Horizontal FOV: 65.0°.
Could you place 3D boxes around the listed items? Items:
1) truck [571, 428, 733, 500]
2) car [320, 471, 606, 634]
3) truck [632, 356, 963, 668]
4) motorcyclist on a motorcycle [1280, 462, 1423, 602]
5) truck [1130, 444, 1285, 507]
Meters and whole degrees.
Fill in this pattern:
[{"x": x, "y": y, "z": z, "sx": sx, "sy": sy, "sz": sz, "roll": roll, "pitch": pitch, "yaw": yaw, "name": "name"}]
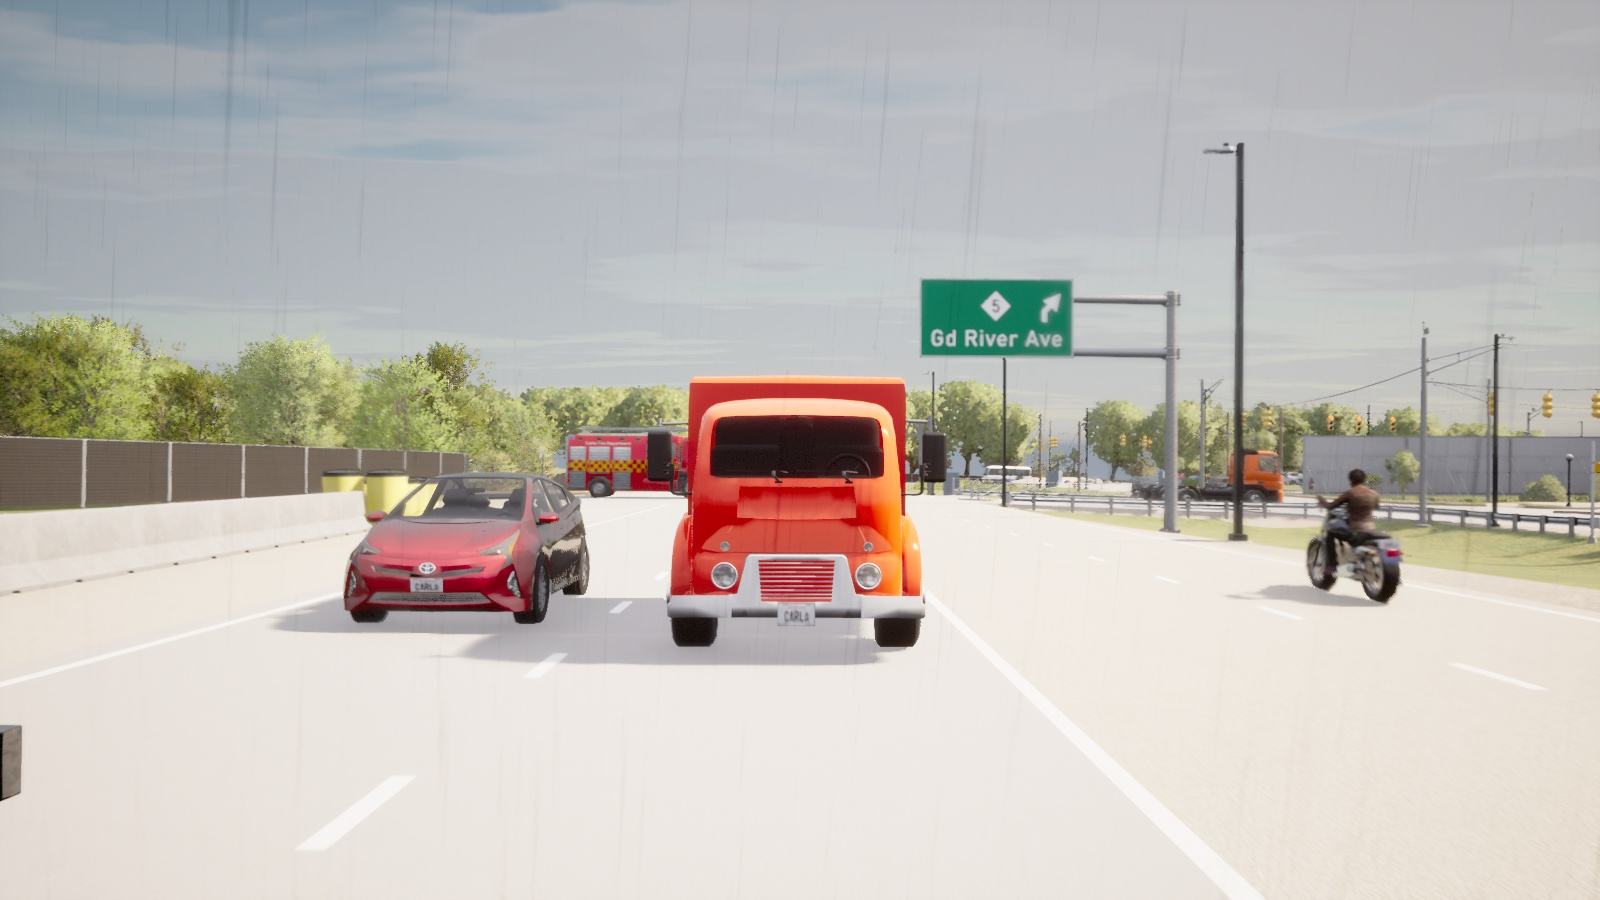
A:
[{"x": -7.967, "y": 0.767, "z": 68.448, "sx": 8.468, "sy": 3.827, "sz": 2.891, "roll": 0, "pitch": -1, "yaw": 0, "name": "truck"}, {"x": -3.533, "y": 1.006, "z": 14.123, "sx": 2.007, "sy": 1.525, "sz": 4.514, "roll": 0, "pitch": -1, "yaw": 0, "name": "car"}, {"x": -0.031, "y": 0.534, "z": 12.600, "sx": 2.627, "sy": 2.467, "sz": 5.204, "roll": 0, "pitch": -1, "yaw": 0, "name": "truck"}, {"x": 6.963, "y": 0.994, "z": 16.015, "sx": 0.766, "sy": 1.649, "sz": 2.350, "roll": 0, "pitch": -1, "yaw": 0, "name": "motorcyclist on a motorcycle"}, {"x": 23.335, "y": 1.448, "z": 72.113, "sx": 7.936, "sy": 3.462, "sz": 2.891, "roll": 1, "pitch": -1, "yaw": -1, "name": "truck"}]
